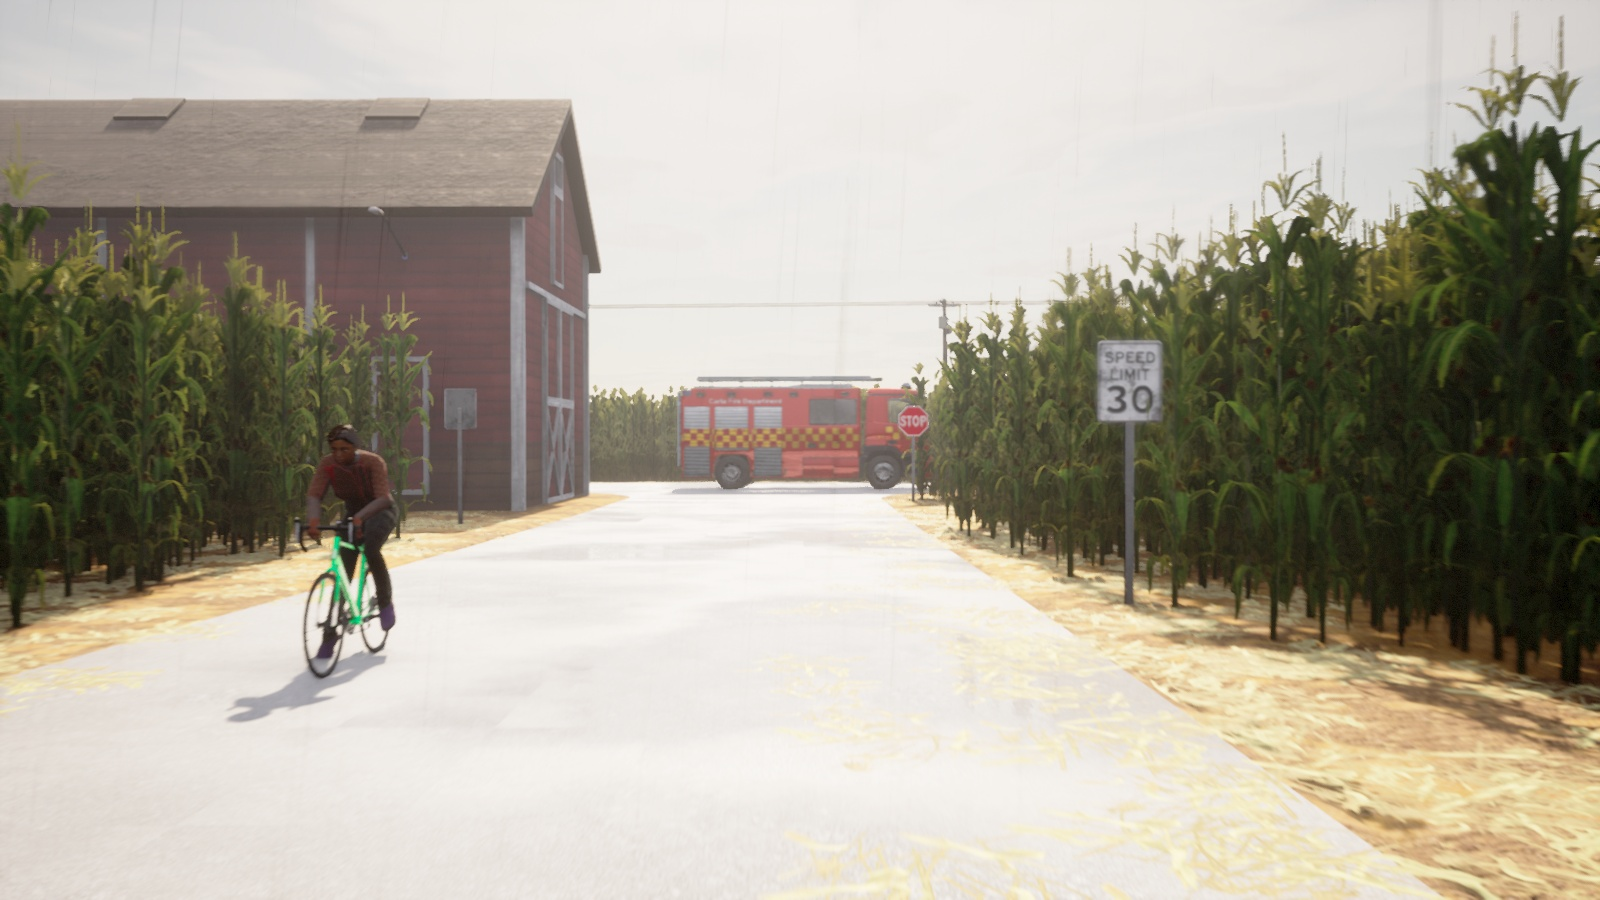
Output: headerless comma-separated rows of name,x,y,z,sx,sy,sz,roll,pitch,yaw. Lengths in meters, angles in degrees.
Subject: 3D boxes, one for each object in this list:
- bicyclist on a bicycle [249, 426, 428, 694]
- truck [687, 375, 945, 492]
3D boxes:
bicyclist on a bicycle,-3.033,0.659,8.416,0.582,1.620,1.656,0,0,0
truck,0.554,-0.558,42.554,8.468,3.827,2.891,0,1,2
